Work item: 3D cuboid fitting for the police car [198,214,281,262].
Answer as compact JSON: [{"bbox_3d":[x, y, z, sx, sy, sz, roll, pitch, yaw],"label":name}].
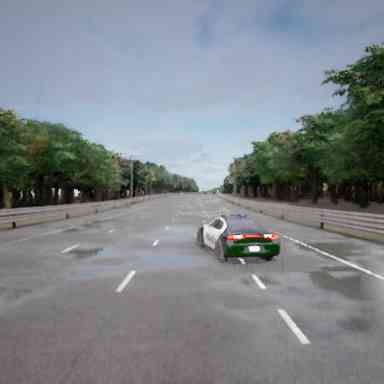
[{"bbox_3d":[1.549,1.660,13.097,2.038,1.542,4.974,0,0,-11],"label":"police car"}]
